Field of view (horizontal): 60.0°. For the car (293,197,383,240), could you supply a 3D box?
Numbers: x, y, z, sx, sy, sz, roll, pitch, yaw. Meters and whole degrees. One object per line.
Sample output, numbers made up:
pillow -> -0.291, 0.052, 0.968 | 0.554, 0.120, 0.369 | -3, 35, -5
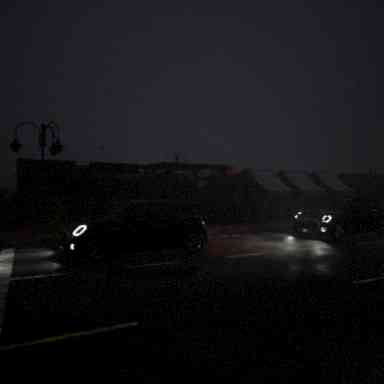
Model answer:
car -> 6.863, 1.085, 15.323 | 4.553, 1.767, 2.097 | 0, 2, -27

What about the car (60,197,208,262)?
car -> -1.818, 1.050, 10.811 | 4.553, 1.767, 2.097 | 0, 2, -27
